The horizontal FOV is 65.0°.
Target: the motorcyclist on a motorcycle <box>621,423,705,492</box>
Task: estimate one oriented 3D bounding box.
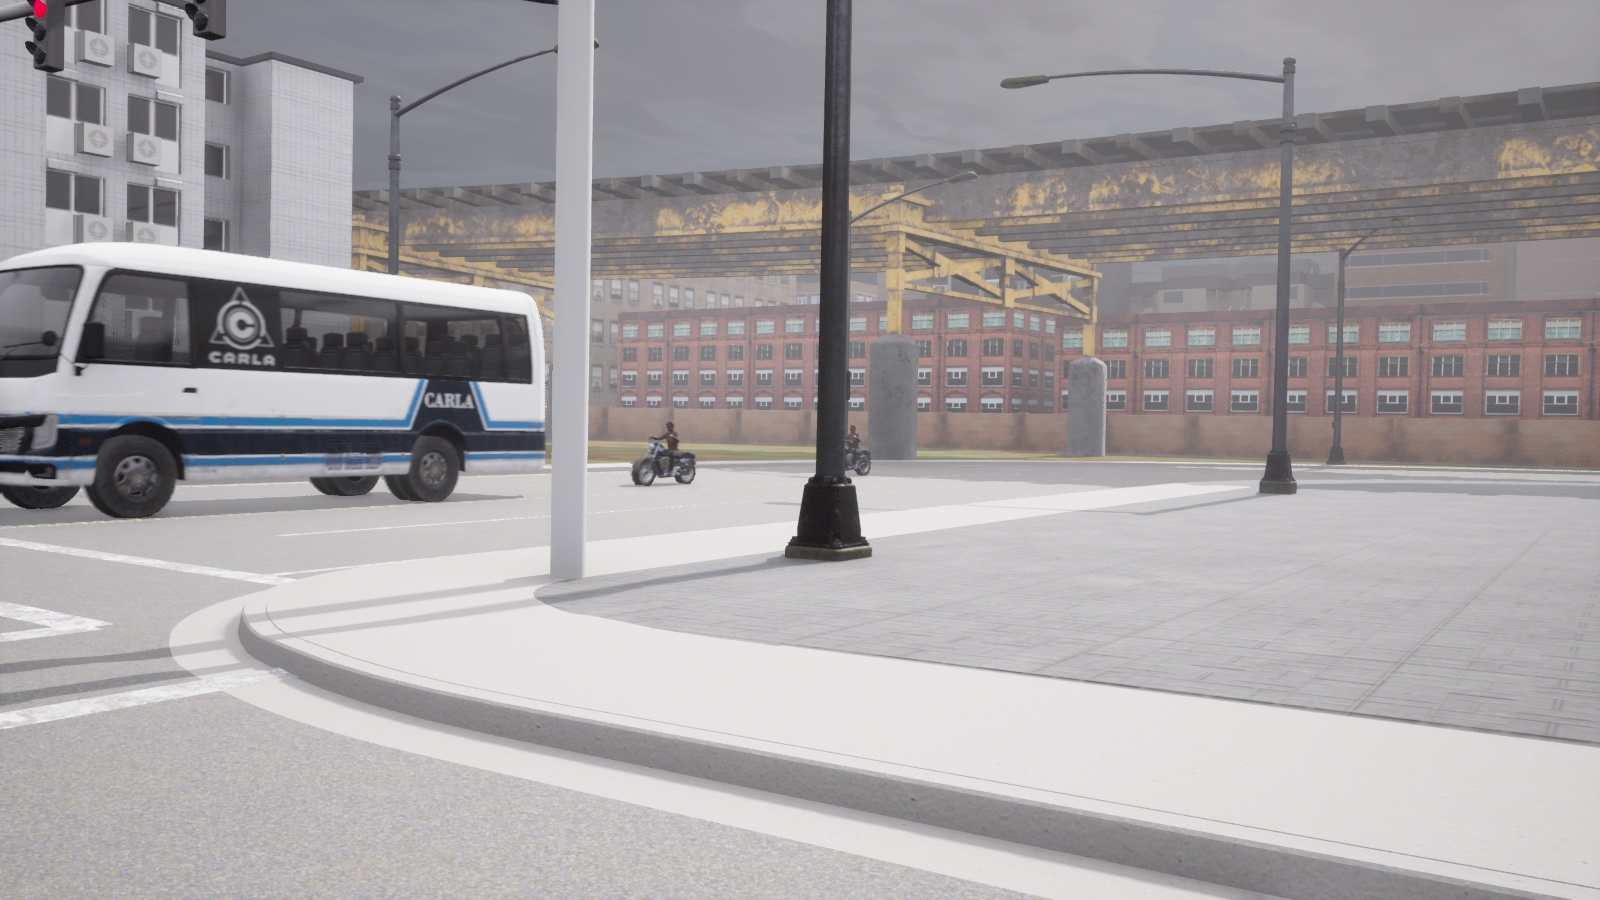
[{"bbox_3d":[-3.392,0.147,31.314,0.766,1.649,2.350,1,2,33],"label":"motorcyclist on a motorcycle"}]

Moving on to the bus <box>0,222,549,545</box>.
[{"bbox_3d":[-9.462,-0.989,21.826,3.944,4.253,10.273,1,2,33],"label":"bus"}]

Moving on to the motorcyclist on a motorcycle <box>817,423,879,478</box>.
[{"bbox_3d":[1.499,-0.004,38.841,0.766,1.649,2.350,1,2,35],"label":"motorcyclist on a motorcycle"}]
